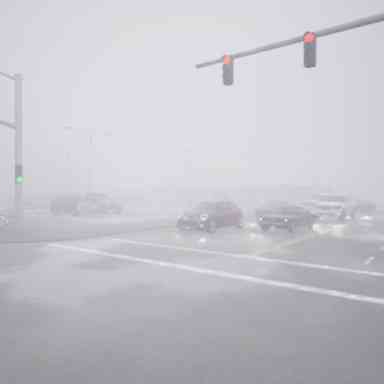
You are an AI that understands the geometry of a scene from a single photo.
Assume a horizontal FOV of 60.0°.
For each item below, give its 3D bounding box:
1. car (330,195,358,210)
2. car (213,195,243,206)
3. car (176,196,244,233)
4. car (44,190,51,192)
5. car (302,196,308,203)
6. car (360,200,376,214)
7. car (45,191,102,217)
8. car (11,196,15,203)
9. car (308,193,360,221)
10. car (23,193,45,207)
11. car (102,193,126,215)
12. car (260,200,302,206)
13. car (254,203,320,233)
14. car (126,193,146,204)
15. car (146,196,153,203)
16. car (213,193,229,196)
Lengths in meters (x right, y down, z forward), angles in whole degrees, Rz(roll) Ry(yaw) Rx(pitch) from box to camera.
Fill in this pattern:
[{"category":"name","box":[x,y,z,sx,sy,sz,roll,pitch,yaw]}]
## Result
[{"category":"car","box":[19.431,1.256,42.431,2.097,1.767,4.553,0,0,39]},{"category":"car","box":[5.237,1.263,48.414,3.806,1.475,1.970,0,0,37]},{"category":"car","box":[1.130,1.298,19.300,2.097,1.767,4.553,0,0,38]},{"category":"car","box":[-25.909,0.944,61.215,4.605,1.855,1.932,0,0,37]},{"category":"car","box":[12.999,1.140,34.378,2.150,2.045,5.566,0,0,38]},{"category":"car","box":[17.816,1.524,34.811,1.895,1.301,4.718,0,0,39]},{"category":"car","box":[-10.046,1.060,28.109,4.605,1.855,1.932,0,0,37]},{"category":"car","box":[-29.219,1.195,56.725,3.806,1.475,1.970,0,0,37]},{"category":"car","box":[11.670,1.159,27.072,2.150,2.045,5.566,0,0,38]},{"category":"car","box":[-20.607,1.245,43.044,3.806,1.475,1.970,0,0,37]},{"category":"car","box":[-8.265,1.058,30.391,3.866,1.878,1.905,0,0,37]},{"category":"car","box":[6.665,1.411,26.382,1.882,1.535,5.008,0,0,38]},{"category":"car","box":[5.633,1.552,19.403,1.895,1.301,4.718,0,0,38]},{"category":"car","box":[-10.532,0.977,56.609,4.605,1.855,1.932,0,0,37]},{"category":"car","box":[-8.742,1.184,58.887,3.905,1.438,1.784,0,0,37]},{"category":"car","box":[3.490,1.028,46.105,3.866,1.878,1.905,0,0,37]}]
